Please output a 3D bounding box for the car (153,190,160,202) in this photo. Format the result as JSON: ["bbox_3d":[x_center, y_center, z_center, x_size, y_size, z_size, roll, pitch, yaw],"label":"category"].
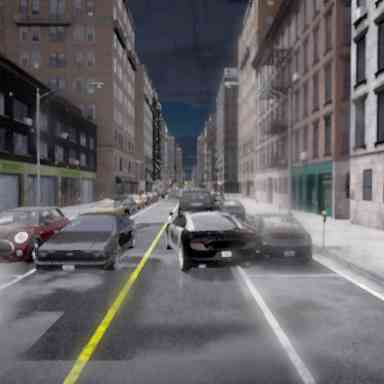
[{"bbox_3d":[-5.719,0.750,43.373,2.008,1.369,4.403,0,1,0],"label":"car"}]

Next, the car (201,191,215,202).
[{"bbox_3d":[2.264,0.621,49.006,1.752,1.417,4.829,0,1,0],"label":"car"}]

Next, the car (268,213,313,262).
[{"bbox_3d":[2.554,1.349,10.955,2.008,1.369,4.403,0,1,0],"label":"car"}]

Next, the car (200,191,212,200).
[{"bbox_3d":[2.223,0.578,54.249,1.802,1.307,4.206,0,1,0],"label":"car"}]

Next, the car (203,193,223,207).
[{"bbox_3d":[2.348,0.868,38.013,1.947,1.339,4.313,0,1,0],"label":"car"}]

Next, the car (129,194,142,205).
[{"bbox_3d":[-5.595,1.065,27.138,1.947,1.339,4.313,0,1,0],"label":"car"}]

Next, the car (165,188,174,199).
[{"bbox_3d":[-3.209,0.499,59.298,1.895,1.301,4.718,0,1,0],"label":"car"}]

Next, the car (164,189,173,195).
[{"bbox_3d":[-6.045,-0.059,86.065,2.008,1.369,4.403,0,1,0],"label":"car"}]

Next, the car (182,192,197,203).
[{"bbox_3d":[-0.348,0.681,46.911,2.033,1.411,5.357,0,1,0],"label":"car"}]

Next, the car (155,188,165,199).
[{"bbox_3d":[-5.843,0.207,59.603,2.192,1.841,5.009,0,1,0],"label":"car"}]

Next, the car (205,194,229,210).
[{"bbox_3d":[2.389,0.968,32.601,1.947,1.339,4.313,0,1,0],"label":"car"}]

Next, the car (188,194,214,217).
[{"bbox_3d":[0.623,0.992,26.465,1.882,1.535,5.008,0,1,0],"label":"car"}]

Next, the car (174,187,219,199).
[{"bbox_3d":[0.326,0.844,20.529,2.150,2.045,5.566,0,1,2],"label":"car"}]

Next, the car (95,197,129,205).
[{"bbox_3d":[-5.552,1.126,21.555,1.752,1.417,4.829,0,1,0],"label":"car"}]

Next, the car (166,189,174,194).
[{"bbox_3d":[-6.087,-0.169,91.518,1.887,1.381,4.507,0,1,0],"label":"car"}]

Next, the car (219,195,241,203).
[{"bbox_3d":[2.472,1.151,21.778,2.008,1.369,4.403,0,1,0],"label":"car"}]

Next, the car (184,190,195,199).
[{"bbox_3d":[-0.466,0.393,60.998,1.812,1.442,4.674,0,1,0],"label":"car"}]

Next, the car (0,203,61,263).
[{"bbox_3d":[-5.471,1.236,10.901,1.967,1.590,4.097,0,1,0],"label":"car"}]

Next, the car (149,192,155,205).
[{"bbox_3d":[-5.678,0.882,37.961,1.802,1.307,4.206,0,1,0],"label":"car"}]

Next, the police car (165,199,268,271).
[{"bbox_3d":[0.302,1.232,10.449,1.930,1.638,5.238,0,1,-12],"label":"police car"}]

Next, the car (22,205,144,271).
[{"bbox_3d":[-2.932,1.351,10.513,2.033,1.411,5.357,0,1,0],"label":"car"}]

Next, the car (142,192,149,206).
[{"bbox_3d":[-5.635,0.928,32.379,1.752,1.417,4.829,0,1,0],"label":"car"}]

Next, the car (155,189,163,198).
[{"bbox_3d":[-5.760,0.648,48.784,2.008,1.369,4.403,0,1,0],"label":"car"}]
